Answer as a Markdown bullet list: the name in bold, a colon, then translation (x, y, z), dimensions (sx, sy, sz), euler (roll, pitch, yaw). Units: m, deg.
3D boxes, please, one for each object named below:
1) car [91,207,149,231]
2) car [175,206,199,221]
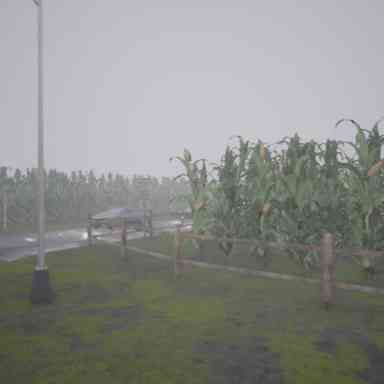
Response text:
- **car**: translation (-4.730, 1.690, 21.838), dimensions (1.994, 1.385, 4.181), euler (-1, -1, 37)
- **car**: translation (0.795, 1.738, 29.363), dimensions (2.033, 1.411, 5.357), euler (-1, -1, 36)
